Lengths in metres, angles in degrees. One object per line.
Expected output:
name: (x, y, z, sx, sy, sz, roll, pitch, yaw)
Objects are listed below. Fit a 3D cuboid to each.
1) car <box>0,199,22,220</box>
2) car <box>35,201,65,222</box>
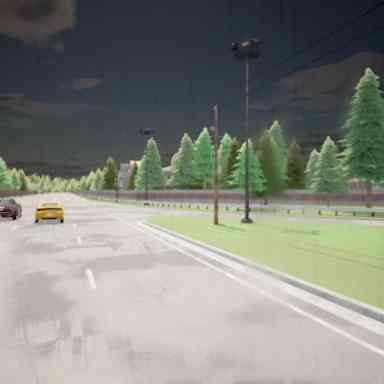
car: (-15.207, 1.312, 27.060, 2.097, 1.767, 4.553, 0, 0, -22)
car: (-10.998, 1.441, 25.852, 1.882, 1.535, 5.008, 0, 0, -21)
